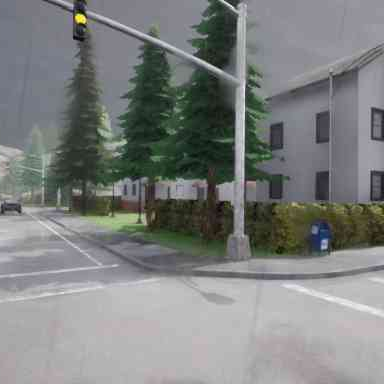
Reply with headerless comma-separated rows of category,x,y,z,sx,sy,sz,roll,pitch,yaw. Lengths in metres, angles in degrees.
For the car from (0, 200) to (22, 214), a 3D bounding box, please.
car,-20.474,1.658,37.694,1.837,1.490,4.892,1,-1,-32
